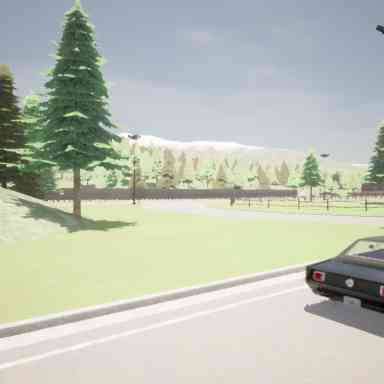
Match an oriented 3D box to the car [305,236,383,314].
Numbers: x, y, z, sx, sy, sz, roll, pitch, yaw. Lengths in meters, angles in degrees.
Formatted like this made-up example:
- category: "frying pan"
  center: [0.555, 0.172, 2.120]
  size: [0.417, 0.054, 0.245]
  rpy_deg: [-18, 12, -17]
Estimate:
- category: "car"
  center: [4.562, 1.601, 6.986]
  size: [4.718, 1.301, 1.895]
  rpy_deg: [0, 0, -35]
